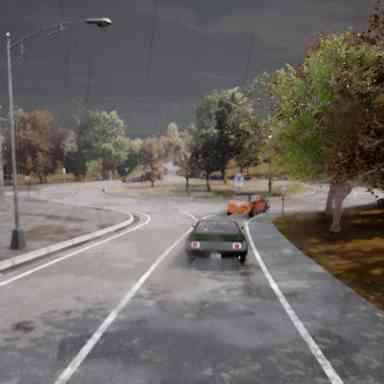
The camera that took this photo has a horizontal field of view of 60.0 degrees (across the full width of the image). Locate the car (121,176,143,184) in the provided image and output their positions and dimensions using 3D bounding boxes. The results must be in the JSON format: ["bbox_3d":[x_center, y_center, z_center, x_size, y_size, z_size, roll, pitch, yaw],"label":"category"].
[{"bbox_3d":[-11.322,-2.354,62.685,1.994,1.385,4.181,5,7,40],"label":"car"}]

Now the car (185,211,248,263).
[{"bbox_3d":[0.912,1.593,11.939,1.895,1.301,4.718,1,0,5],"label":"car"}]

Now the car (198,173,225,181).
[{"bbox_3d":[4.257,-3.071,69.196,5.008,1.535,1.882,0,6,2],"label":"car"}]

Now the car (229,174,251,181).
[{"bbox_3d":[10.221,-3.139,71.119,4.718,1.301,1.895,2,6,21],"label":"car"}]

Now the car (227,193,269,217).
[{"bbox_3d":[4.541,0.832,26.606,2.097,1.767,4.553,3,6,30],"label":"car"}]

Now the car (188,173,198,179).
[{"bbox_3d":[1.304,-3.705,76.292,4.902,1.511,2.128,5,7,43],"label":"car"}]
